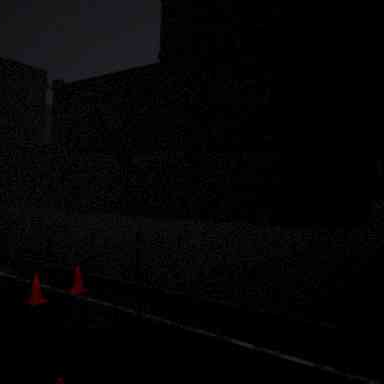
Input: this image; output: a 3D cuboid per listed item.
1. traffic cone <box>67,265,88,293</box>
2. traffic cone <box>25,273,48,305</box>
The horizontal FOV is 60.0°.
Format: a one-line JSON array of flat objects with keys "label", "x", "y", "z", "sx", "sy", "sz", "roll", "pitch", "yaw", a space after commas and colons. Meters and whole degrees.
[{"label": "traffic cone", "x": -2.670, "y": 2.012, "z": 7.775, "sx": 0.340, "sy": 0.580, "sz": 0.340, "roll": 0, "pitch": -1, "yaw": 36}, {"label": "traffic cone", "x": -3.257, "y": 2.005, "z": 6.969, "sx": 0.340, "sy": 0.580, "sz": 0.340, "roll": 0, "pitch": -1, "yaw": 36}]
